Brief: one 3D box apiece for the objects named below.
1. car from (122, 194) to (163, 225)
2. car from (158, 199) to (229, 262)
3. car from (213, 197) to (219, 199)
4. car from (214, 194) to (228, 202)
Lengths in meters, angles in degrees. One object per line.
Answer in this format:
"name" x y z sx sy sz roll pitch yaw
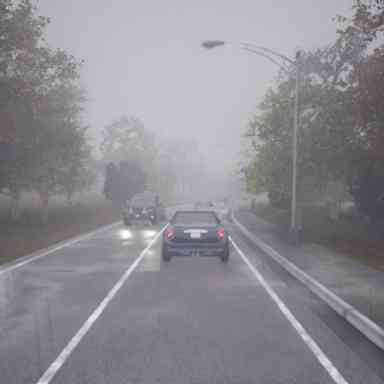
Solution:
"car" -3.238 1.128 23.400 2.150 2.045 5.566 0 0 3
"car" 0.127 1.312 12.118 2.097 1.767 4.553 0 0 0
"car" 1.177 1.463 31.815 2.033 1.411 5.357 1 0 7
"car" 5.516 1.176 64.340 2.097 1.767 4.553 2 1 20
